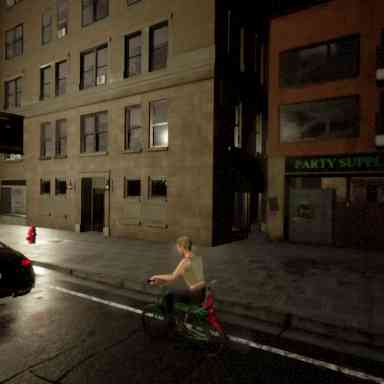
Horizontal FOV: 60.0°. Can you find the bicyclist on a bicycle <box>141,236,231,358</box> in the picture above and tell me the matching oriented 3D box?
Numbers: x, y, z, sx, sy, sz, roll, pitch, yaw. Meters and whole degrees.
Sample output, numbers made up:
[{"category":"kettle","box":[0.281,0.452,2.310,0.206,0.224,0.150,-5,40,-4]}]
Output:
[{"category":"bicyclist on a bicycle","box":[-0.178,1.436,4.782,1.509,1.612,0.866,0,0,35]}]

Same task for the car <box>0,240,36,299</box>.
[{"category":"car","box":[-5.346,1.562,7.399,4.181,1.385,1.994,0,0,36]}]
